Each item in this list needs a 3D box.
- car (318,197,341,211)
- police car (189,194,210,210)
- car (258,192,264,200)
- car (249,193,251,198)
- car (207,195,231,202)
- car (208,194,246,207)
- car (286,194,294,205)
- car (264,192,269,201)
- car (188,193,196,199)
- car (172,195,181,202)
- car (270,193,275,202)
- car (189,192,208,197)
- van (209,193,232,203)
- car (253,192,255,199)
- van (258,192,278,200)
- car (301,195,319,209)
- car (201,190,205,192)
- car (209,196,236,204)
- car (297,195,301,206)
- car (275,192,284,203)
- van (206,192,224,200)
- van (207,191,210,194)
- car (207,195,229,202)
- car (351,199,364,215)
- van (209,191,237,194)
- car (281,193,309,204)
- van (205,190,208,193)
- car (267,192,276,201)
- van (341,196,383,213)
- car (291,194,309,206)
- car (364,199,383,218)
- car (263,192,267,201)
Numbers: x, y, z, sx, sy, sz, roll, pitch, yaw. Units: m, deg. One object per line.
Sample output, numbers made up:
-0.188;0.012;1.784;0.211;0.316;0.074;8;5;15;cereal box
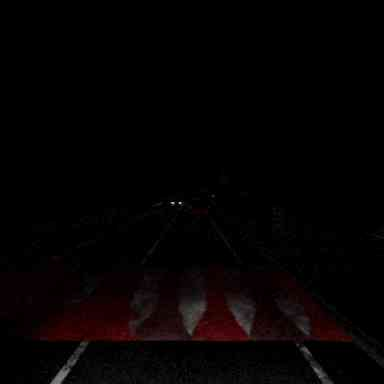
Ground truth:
18.791;1.614;41.229;4.792;1.488;2.163;0;0;0;car
0.965;1.508;43.841;1.930;1.638;5.238;0;0;0;police car
18.735;1.068;77.314;5.566;2.045;2.435;0;1;0;car
18.774;0.917;88.416;5.566;2.045;2.435;0;1;0;car
5.723;1.416;71.065;4.792;1.488;2.163;0;0;0;car
5.535;1.499;54.244;5.366;1.575;1.946;0;0;0;car
18.804;1.498;55.106;5.008;1.535;2.097;0;0;0;car
18.742;1.412;71.759;4.792;1.488;2.163;0;1;0;car
-0.021;1.022;93.569;2.128;1.511;4.902;0;1;0;car
-3.266;1.393;71.000;1.812;1.442;4.674;0;1;0;car
18.775;1.427;66.210;5.008;1.535;2.097;0;0;0;car
0.963;1.369;53.713;2.097;1.767;4.553;0;0;0;car
5.814;1.183;68.261;4.442;1.987;1.878;0;0;0;van
18.936;1.204;85.644;5.366;1.575;1.946;0;1;0;car
18.871;1.021;82.867;4.442;1.987;1.878;0;1;0;van
18.626;1.547;46.780;5.366;1.575;1.946;0;0;0;car
5.647;1.002;82.281;5.566;2.045;2.435;0;1;0;car
5.701;1.450;62.653;5.008;1.535;2.097;0;0;0;car
18.836;1.562;49.556;4.792;1.488;2.163;0;0;0;car
18.761;1.212;60.657;5.566;2.045;2.435;0;0;0;car
5.788;0.988;85.085;4.442;1.987;1.878;0;1;0;van
5.586;1.206;65.459;4.442;1.987;1.878;0;0;0;van
5.686;1.398;73.873;4.674;1.452;2.002;0;1;0;car
18.830;1.676;32.904;4.674;1.452;2.002;0;0;0;car
5.828;1.242;59.849;4.442;1.987;1.878;0;0;0;van
18.799;1.481;57.882;5.008;1.535;2.097;0;0;0;car
5.797;1.067;79.481;4.442;1.987;1.878;0;1;0;van
18.961;1.402;68.988;5.366;1.575;1.946;0;0;0;car
18.945;1.393;35.677;4.442;1.987;1.878;0;0;0;van
18.809;1.516;52.331;4.892;1.521;2.231;0;0;0;car
18.833;1.653;30.126;5.008;1.535;2.097;0;0;0;car
18.796;1.381;74.543;4.792;1.488;2.163;0;1;0;car
